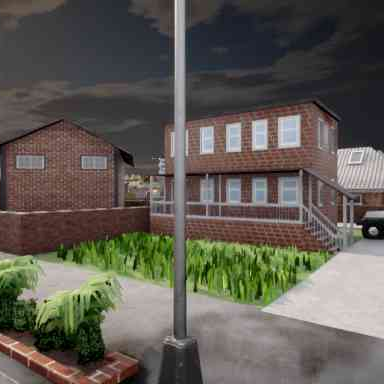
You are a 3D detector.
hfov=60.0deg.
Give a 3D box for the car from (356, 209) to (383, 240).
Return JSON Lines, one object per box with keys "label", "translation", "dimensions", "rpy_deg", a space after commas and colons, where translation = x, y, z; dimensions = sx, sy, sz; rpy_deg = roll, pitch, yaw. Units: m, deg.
{"label": "car", "translation": [8.470, 0.973, 12.606], "dimensions": [3.866, 1.878, 1.905], "rpy_deg": [0, 0, 36]}
